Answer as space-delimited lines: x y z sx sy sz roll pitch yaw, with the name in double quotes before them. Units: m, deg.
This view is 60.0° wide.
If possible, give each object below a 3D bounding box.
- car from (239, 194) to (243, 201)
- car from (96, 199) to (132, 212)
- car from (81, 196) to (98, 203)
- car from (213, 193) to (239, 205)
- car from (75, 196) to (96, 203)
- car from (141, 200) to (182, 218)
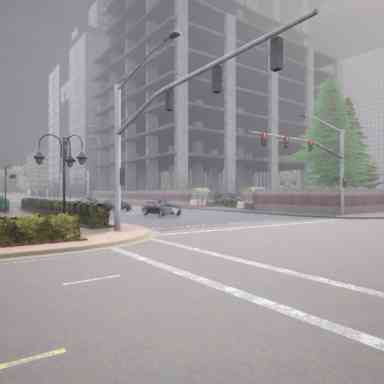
"car" 7.433 1.114 55.200 1.905 1.878 3.866 0 0 -36
"car" -8.836 1.492 38.250 2.033 1.411 5.357 0 0 -36
"car" -20.621 1.545 66.726 1.895 1.301 4.718 0 0 -36
"car" 5.043 1.114 53.485 1.905 1.878 3.866 0 0 -36
"car" -14.948 1.449 46.689 1.837 1.490 4.892 0 0 -36
"car" -2.821 1.437 29.972 2.128 1.511 4.902 0 0 -36
